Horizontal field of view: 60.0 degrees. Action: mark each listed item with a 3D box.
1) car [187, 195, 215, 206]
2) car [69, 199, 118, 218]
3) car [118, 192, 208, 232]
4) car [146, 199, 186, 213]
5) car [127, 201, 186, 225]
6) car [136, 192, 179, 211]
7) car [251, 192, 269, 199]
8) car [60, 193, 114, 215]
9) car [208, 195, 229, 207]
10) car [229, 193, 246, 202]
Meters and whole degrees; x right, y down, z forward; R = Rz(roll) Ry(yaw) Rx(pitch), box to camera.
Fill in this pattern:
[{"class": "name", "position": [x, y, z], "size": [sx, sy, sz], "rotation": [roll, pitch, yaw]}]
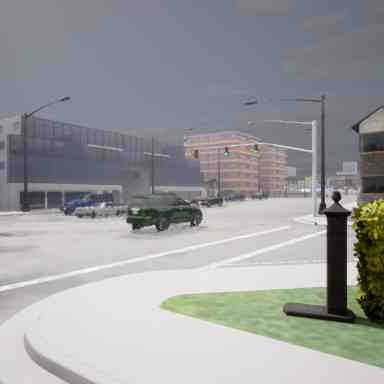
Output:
[{"class": "car", "position": [1.415, 1.247, 49.376], "size": [1.895, 1.301, 4.718], "rotation": [0, 2, 35]}, {"class": "car", "position": [-8.091, 1.555, 29.712], "size": [1.895, 1.301, 4.718], "rotation": [0, 0, 35]}, {"class": "car", "position": [-1.566, 1.202, 20.380], "size": [2.150, 2.045, 5.566], "rotation": [0, 0, 35]}, {"class": "car", "position": [-2.834, 1.493, 37.216], "size": [1.895, 1.301, 4.718], "rotation": [0, 1, 35]}, {"class": "car", "position": [-2.554, 1.497, 25.042], "size": [1.812, 1.442, 4.674], "rotation": [0, 0, 35]}, {"class": "car", "position": [-4.187, 1.072, 41.384], "size": [2.150, 2.045, 5.566], "rotation": [0, 1, 36]}, {"class": "car", "position": [13.707, 0.733, 66.768], "size": [2.033, 1.411, 5.357], "rotation": [0, 0, 36]}, {"class": "car", "position": [-10.128, 1.171, 32.910], "size": [2.150, 2.045, 5.566], "rotation": [0, 0, 35]}, {"class": "car", "position": [2.435, 1.217, 44.733], "size": [2.128, 1.511, 4.902], "rotation": [0, 1, 35]}, {"class": "car", "position": [7.537, 0.901, 58.085], "size": [2.033, 1.411, 5.357], "rotation": [0, 1, 35]}]
